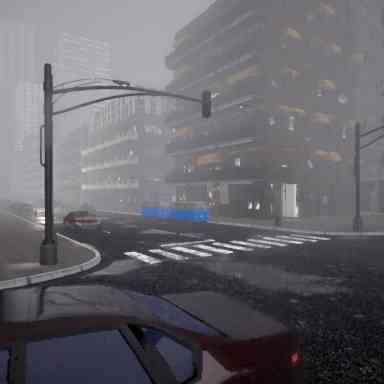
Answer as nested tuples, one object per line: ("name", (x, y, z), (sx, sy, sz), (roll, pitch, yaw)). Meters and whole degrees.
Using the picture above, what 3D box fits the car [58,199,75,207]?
("car", (-21.899, 2.304, 59.159), (1.752, 1.417, 4.829), (-1, 0, -33))

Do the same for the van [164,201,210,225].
("van", (-0.277, 1.601, 26.247), (1.690, 1.788, 3.998), (-1, 0, -33))

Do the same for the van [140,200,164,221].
("van", (-3.353, 1.675, 30.929), (1.690, 1.788, 3.998), (-1, 0, -33))

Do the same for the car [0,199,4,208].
("car", (-38.049, 2.345, 68.489), (2.192, 1.841, 5.009), (-1, 0, -33))

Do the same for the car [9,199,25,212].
("car", (-25.723, 2.175, 49.775), (1.967, 1.590, 4.097), (-1, 0, -33))

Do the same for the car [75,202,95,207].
("car", (-15.652, 2.211, 49.654), (1.802, 1.307, 4.206), (-1, 0, -33))

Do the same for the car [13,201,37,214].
("car", (-22.644, 2.243, 45.094), (1.802, 1.307, 4.206), (-1, 0, -33))

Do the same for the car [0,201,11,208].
("car", (-41.134, 2.655, 73.160), (2.008, 1.369, 4.403), (-1, 0, -33))

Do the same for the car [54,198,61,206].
("car", (-27.962, 2.240, 68.380), (2.192, 1.841, 5.009), (-1, 0, -33))

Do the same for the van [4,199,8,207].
("van", (-31.877, 2.223, 59.138), (1.690, 1.788, 3.998), (-1, 0, -33))

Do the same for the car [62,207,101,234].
("car", (-7.263, 1.874, 21.687), (1.802, 1.307, 4.206), (-1, 0, -33))

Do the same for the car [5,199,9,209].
("car", (-28.796, 2.359, 54.457), (2.008, 1.369, 4.403), (-1, 0, -33))

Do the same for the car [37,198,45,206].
("car", (-34.114, 2.388, 77.743), (2.192, 1.841, 5.009), (-1, 0, -33))

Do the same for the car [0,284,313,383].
("car", (-1.479, 1.541, 2.384), (5.357, 1.411, 2.033), (0, 0, -33))
